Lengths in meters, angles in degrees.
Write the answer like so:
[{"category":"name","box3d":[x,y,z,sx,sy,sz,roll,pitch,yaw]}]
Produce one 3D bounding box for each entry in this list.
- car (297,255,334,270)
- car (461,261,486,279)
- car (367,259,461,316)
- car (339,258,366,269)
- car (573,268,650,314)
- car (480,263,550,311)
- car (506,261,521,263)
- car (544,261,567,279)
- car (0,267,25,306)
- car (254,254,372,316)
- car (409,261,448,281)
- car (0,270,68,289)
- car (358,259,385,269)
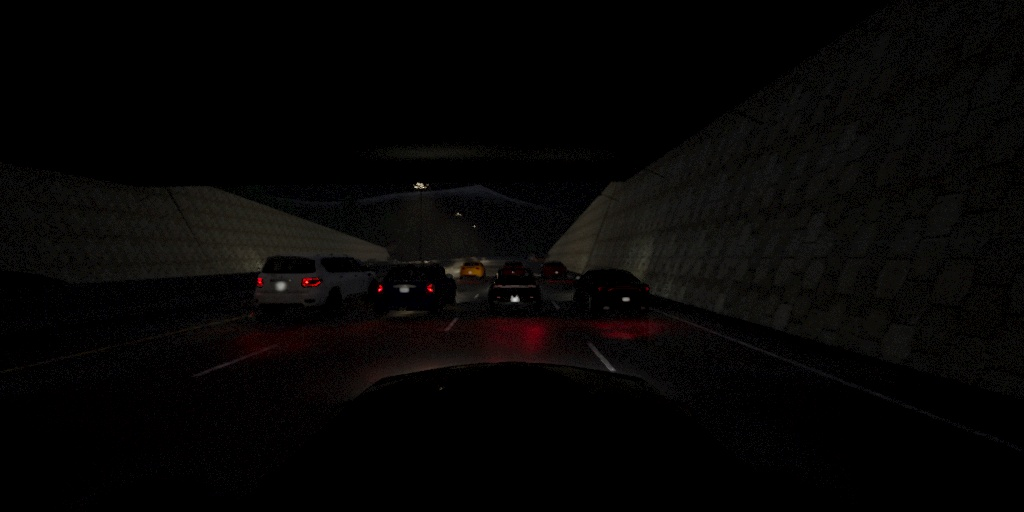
[{"category":"car","box3d":[-28.013,0.897,51.415,2.150,2.045,5.566,0,0,1]},{"category":"car","box3d":[-3.375,1.183,31.606,1.882,1.535,5.008,0,0,0]},{"category":"car","box3d":[-3.395,1.086,13.412,2.097,1.767,4.553,0,0,0]},{"category":"car","box3d":[-24.491,1.148,55.175,1.882,1.535,5.008,0,0,1]},{"category":"car","box3d":[3.604,1.210,13.802,1.882,1.535,5.008,0,0,0]},{"category":"car","box3d":[0.104,1.223,14.307,2.128,1.511,4.902,0,0,0]},{"category":"car","box3d":[0.125,1.184,31.606,1.882,1.535,5.008,0,0,0]},{"category":"car","box3d":[3.625,1.184,31.615,1.882,1.535,5.008,0,0,0]},{"category":"car","box3d":[-21.096,1.211,12.325,1.882,1.535,5.008,0,0,0]},{"category":"car","box3d":[-6.896,0.954,13.384,2.150,2.045,5.566,0,0,0]},{"category":"car","box3d":[-6.878,1.200,30.039,2.128,1.511,4.902,0,0,0]},{"category":"car","box3d":[-17.596,1.240,11.463,1.837,1.490,4.892,0,0,0]},{"category":"car","box3d":[-21.010,1.164,53.790,2.128,1.511,4.902,0,0,0]}]
